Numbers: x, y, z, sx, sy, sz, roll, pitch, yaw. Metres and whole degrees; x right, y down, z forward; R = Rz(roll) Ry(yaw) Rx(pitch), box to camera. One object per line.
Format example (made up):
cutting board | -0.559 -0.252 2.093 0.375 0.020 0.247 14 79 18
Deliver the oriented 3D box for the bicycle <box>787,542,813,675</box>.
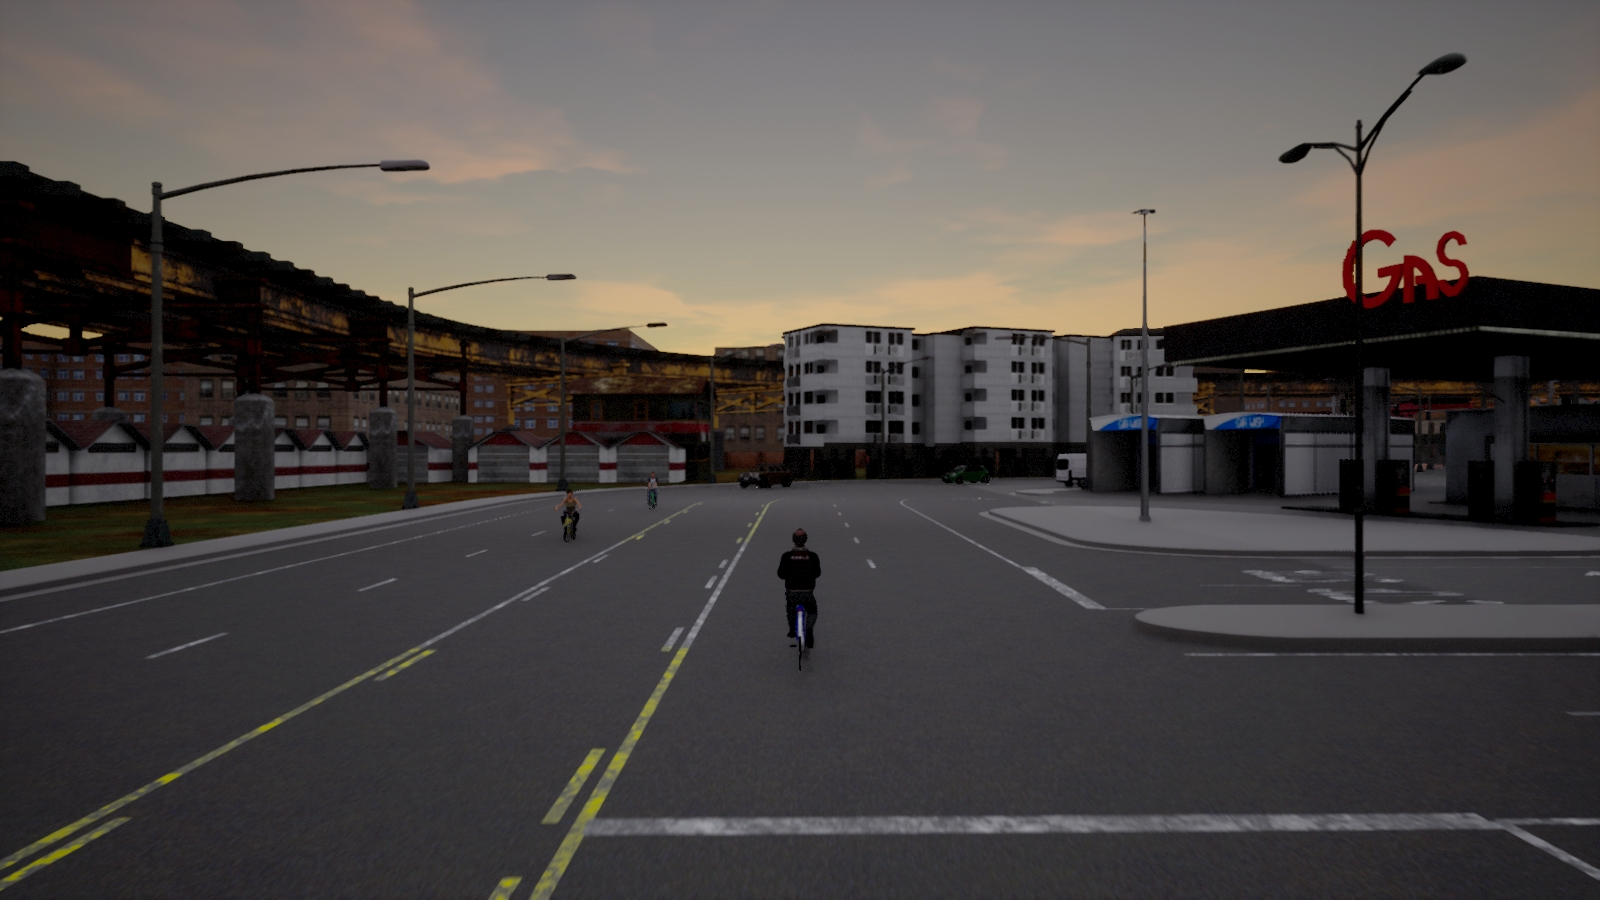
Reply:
bicycle | -0.006 2.048 15.118 0.329 1.496 1.835 0 0 0

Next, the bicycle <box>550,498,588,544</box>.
bicycle | -7.009 2.145 34.728 0.859 1.301 1.487 0 0 0
